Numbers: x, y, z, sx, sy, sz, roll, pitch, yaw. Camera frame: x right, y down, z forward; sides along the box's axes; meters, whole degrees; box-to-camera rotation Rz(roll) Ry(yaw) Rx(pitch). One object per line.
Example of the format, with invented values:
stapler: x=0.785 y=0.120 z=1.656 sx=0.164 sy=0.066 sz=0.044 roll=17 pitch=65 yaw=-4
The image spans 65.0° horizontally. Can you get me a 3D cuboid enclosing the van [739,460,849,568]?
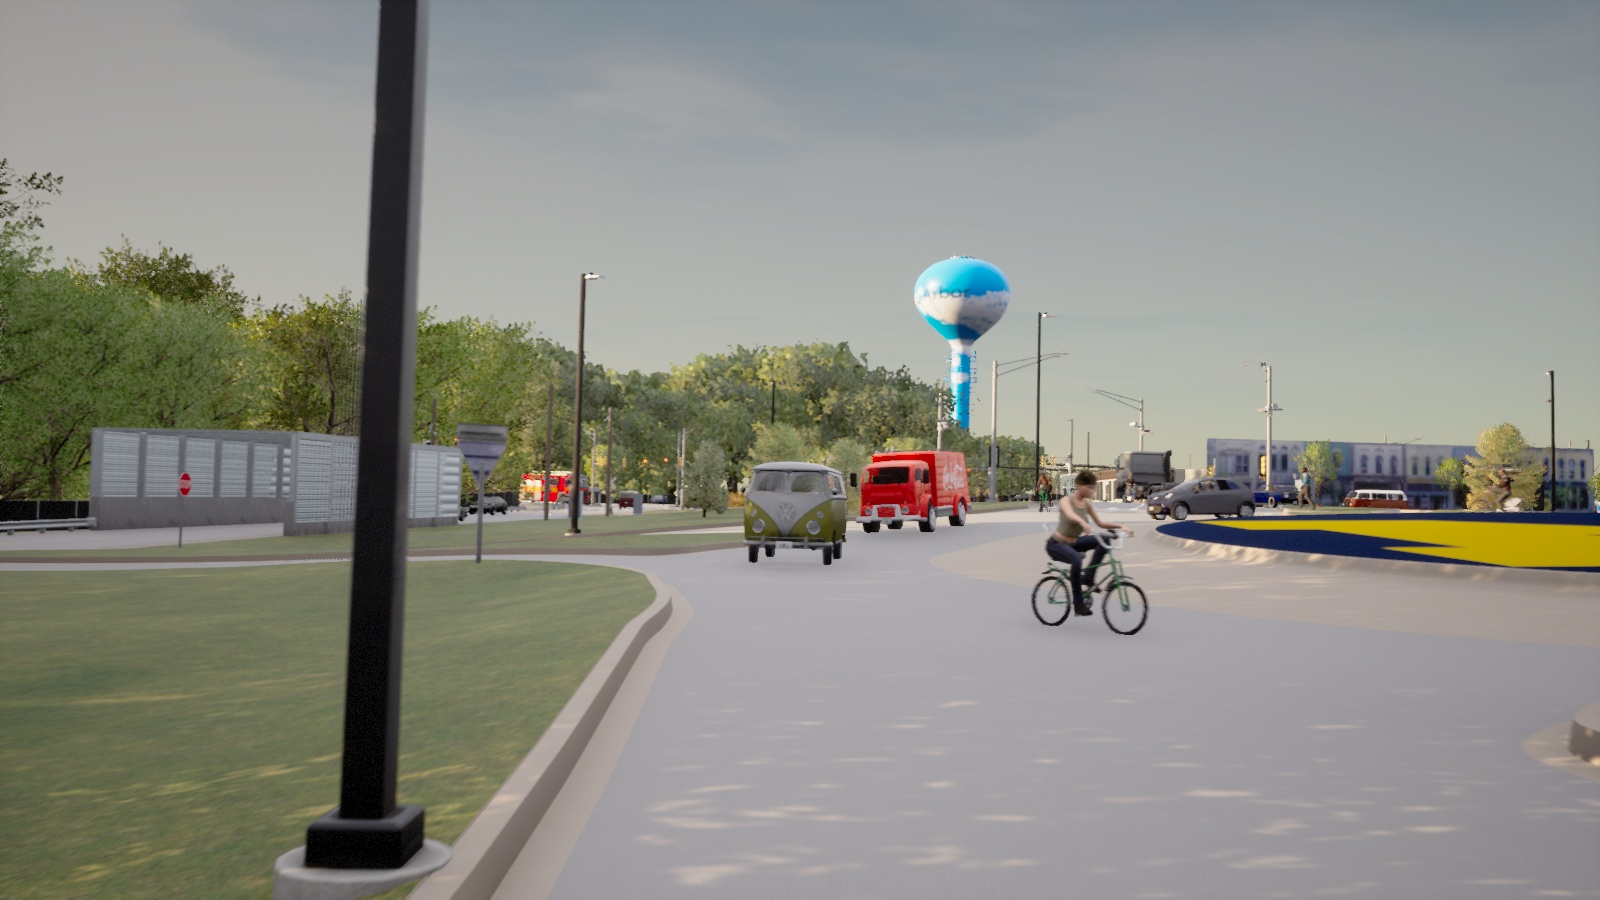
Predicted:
van: x=-0.027 y=1.275 z=25.608 sx=1.775 sy=1.987 sz=4.442 roll=1 pitch=-2 yaw=6

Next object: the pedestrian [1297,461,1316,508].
pedestrian: x=21.152 y=1.441 z=52.477 sx=0.692 sy=1.930 sz=0.396 roll=-1 pitch=-4 yaw=25

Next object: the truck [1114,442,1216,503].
truck: x=21.887 y=1.448 z=75.805 sx=2.891 sy=3.462 sz=7.936 roll=1 pitch=-3 yaw=-8

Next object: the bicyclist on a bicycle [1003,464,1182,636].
bicyclist on a bicycle: x=2.929 y=0.990 z=12.672 sx=0.866 sy=1.612 sz=1.509 roll=6 pitch=-5 yaw=-36

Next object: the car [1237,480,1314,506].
car: x=25.968 y=2.336 z=68.733 sx=1.895 sy=1.301 sz=4.718 roll=2 pitch=-2 yaw=-9

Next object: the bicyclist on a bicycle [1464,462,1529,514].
bicyclist on a bicycle: x=24.387 y=1.354 z=43.972 sx=1.843 sy=1.776 sz=0.659 roll=-1 pitch=-3 yaw=19

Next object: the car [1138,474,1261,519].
car: x=13.996 y=1.641 z=44.038 sx=3.633 sy=1.501 sz=1.845 roll=0 pitch=-3 yaw=-12

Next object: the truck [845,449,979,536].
truck: x=3.632 y=1.279 z=39.639 sx=2.627 sy=2.467 sz=5.204 roll=-3 pitch=-2 yaw=23
